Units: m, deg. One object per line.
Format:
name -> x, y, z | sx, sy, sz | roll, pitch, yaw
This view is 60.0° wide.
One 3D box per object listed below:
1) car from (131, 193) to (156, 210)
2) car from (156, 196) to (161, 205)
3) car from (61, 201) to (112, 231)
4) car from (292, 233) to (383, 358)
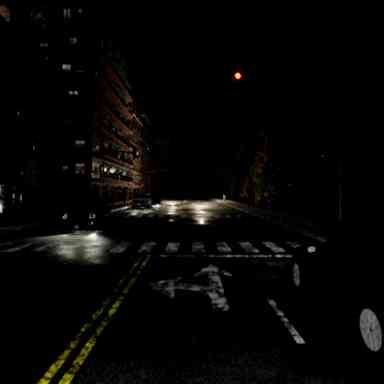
car -> -6.568, 1.212, 44.020 | 2.150, 2.045, 5.566 | 0, 0, 0
car -> -6.539, 1.482, 58.805 | 2.128, 1.511, 4.902 | 0, 0, 0
car -> -6.603, 1.412, 21.266 | 2.097, 1.767, 4.553 | -1, 0, 0
car -> 3.354, 1.474, 6.033 | 1.882, 1.535, 5.008 | 0, 0, -1
